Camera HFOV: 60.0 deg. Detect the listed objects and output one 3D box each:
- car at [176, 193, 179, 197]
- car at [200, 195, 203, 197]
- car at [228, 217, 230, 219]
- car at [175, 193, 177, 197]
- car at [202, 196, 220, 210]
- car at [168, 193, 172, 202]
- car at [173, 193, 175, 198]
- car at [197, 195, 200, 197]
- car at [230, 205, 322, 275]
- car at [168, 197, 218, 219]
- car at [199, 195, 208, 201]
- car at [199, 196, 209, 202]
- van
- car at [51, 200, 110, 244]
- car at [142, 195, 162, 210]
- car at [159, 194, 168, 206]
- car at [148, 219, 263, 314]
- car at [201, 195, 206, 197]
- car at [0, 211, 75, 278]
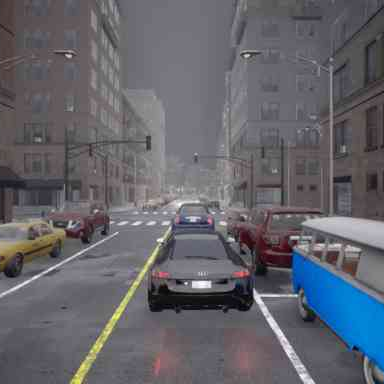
[{"bbox_3d":[-5.303,1.312,86.890,2.192,1.841,5.009,0,0,0],"label":"car"},{"bbox_3d":[2.698,1.547,53.989,2.008,1.369,4.403,0,0,0],"label":"car"},{"bbox_3d":[2.656,1.581,16.017,1.802,1.307,4.206,0,0,0],"label":"car"},{"bbox_3d":[-5.311,1.563,81.409,1.947,1.339,4.313,0,0,0],"label":"car"},{"bbox_3d":[2.686,1.547,43.026,2.008,1.369,4.403,0,0,0],"label":"car"},{"bbox_3d":[-5.343,1.311,59.480,2.192,1.841,5.009,0,0,0],"label":"car"},{"bbox_3d":[-5.327,1.437,70.444,1.967,1.590,4.097,0,0,0],"label":"car"},{"bbox_3d":[2.716,1.548,70.435,2.008,1.369,4.403,0,0,0],"label":"car"},{"bbox_3d":[2.650,1.314,10.338,2.192,1.841,5.009,0,0,0],"label":"car"},{"bbox_3d":[0.069,1.350,17.788,2.097,1.767,4.553,0,0,0],"label":"car"},{"bbox_3d":[2.728,1.437,81.399,1.967,1.590,4.097,0,0,0],"label":"car"},{"bbox_3d":[2.722,1.548,75.917,2.008,1.369,4.403,0,0,0],"label":"car"},{"bbox_3d":[2.643,1.341,4.659,1.690,1.788,3.998,0,0,0],"label":"van"},{"bbox_3d":[-5.382,1.314,16.027,2.192,1.841,5.009,0,0,0],"label":"car"},{"bbox_3d":[-5.368,1.521,42.864,1.752,1.417,4.829,0,0,0],"label":"car"},{"bbox_3d":[-5.352,1.522,53.828,1.752,1.417,4.829,0,0,0],"label":"car"},{"bbox_3d":[0.107,1.564,7.732,1.994,1.385,4.181,0,0,-2],"label":"car"},{"bbox_3d":[2.692,1.541,48.507,1.887,1.381,4.507,0,0,0],"label":"car"},{"bbox_3d":[-5.388,1.525,10.178,1.752,1.417,4.829,0,0,0],"label":"car"}]
